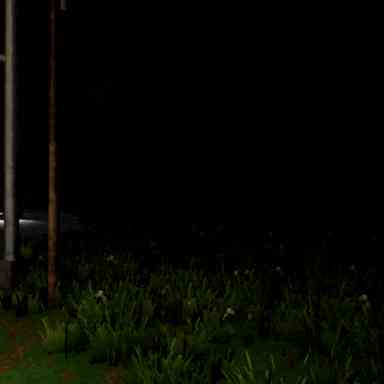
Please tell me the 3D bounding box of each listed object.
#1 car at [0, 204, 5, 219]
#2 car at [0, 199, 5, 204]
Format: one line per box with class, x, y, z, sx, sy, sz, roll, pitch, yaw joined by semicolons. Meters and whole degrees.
car;-12.508;1.574;18.700;1.895;1.301;4.718;0;0;-13
car;-16.100;1.537;28.019;1.994;1.385;4.181;0;0;-33
